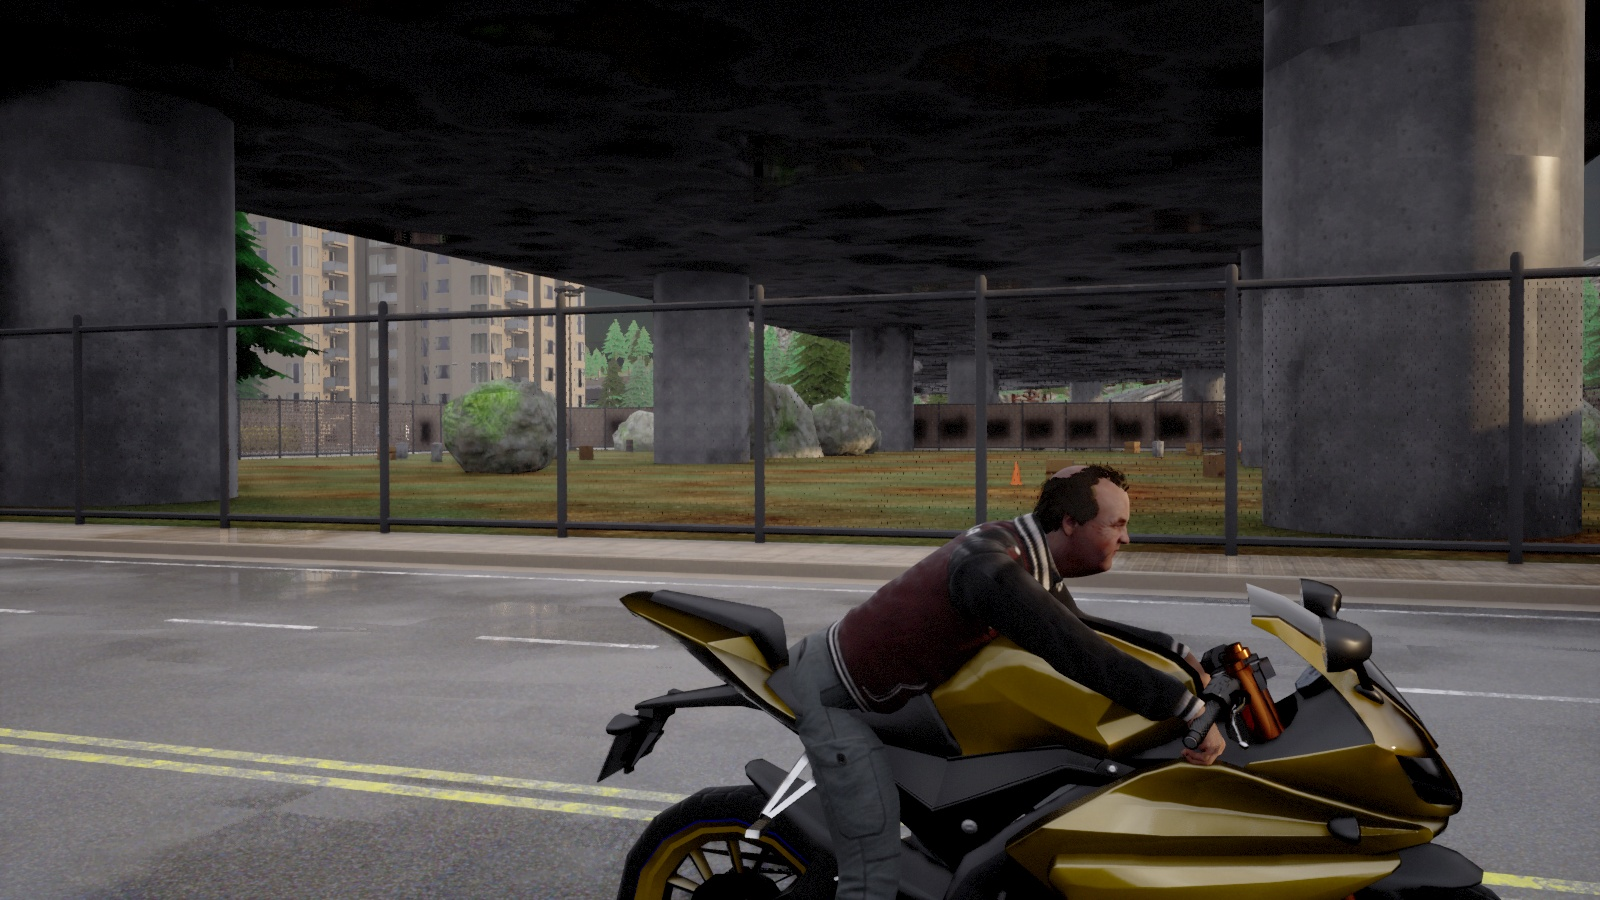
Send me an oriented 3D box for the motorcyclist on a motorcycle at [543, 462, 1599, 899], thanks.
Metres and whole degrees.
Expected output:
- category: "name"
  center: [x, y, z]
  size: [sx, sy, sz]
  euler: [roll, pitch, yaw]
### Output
- category: "motorcyclist on a motorcycle"
  center: [0.575, 0.816, 3.000]
  size: [2.191, 1.530, 0.866]
  euler: [1, 1, 19]
